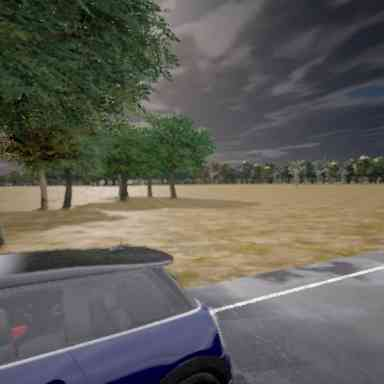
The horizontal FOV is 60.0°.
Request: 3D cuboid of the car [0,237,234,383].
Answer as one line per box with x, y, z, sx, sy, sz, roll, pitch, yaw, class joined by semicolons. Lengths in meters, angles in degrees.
-1.887;1.351;2.612;4.553;1.767;2.097;0;0;-35;car
